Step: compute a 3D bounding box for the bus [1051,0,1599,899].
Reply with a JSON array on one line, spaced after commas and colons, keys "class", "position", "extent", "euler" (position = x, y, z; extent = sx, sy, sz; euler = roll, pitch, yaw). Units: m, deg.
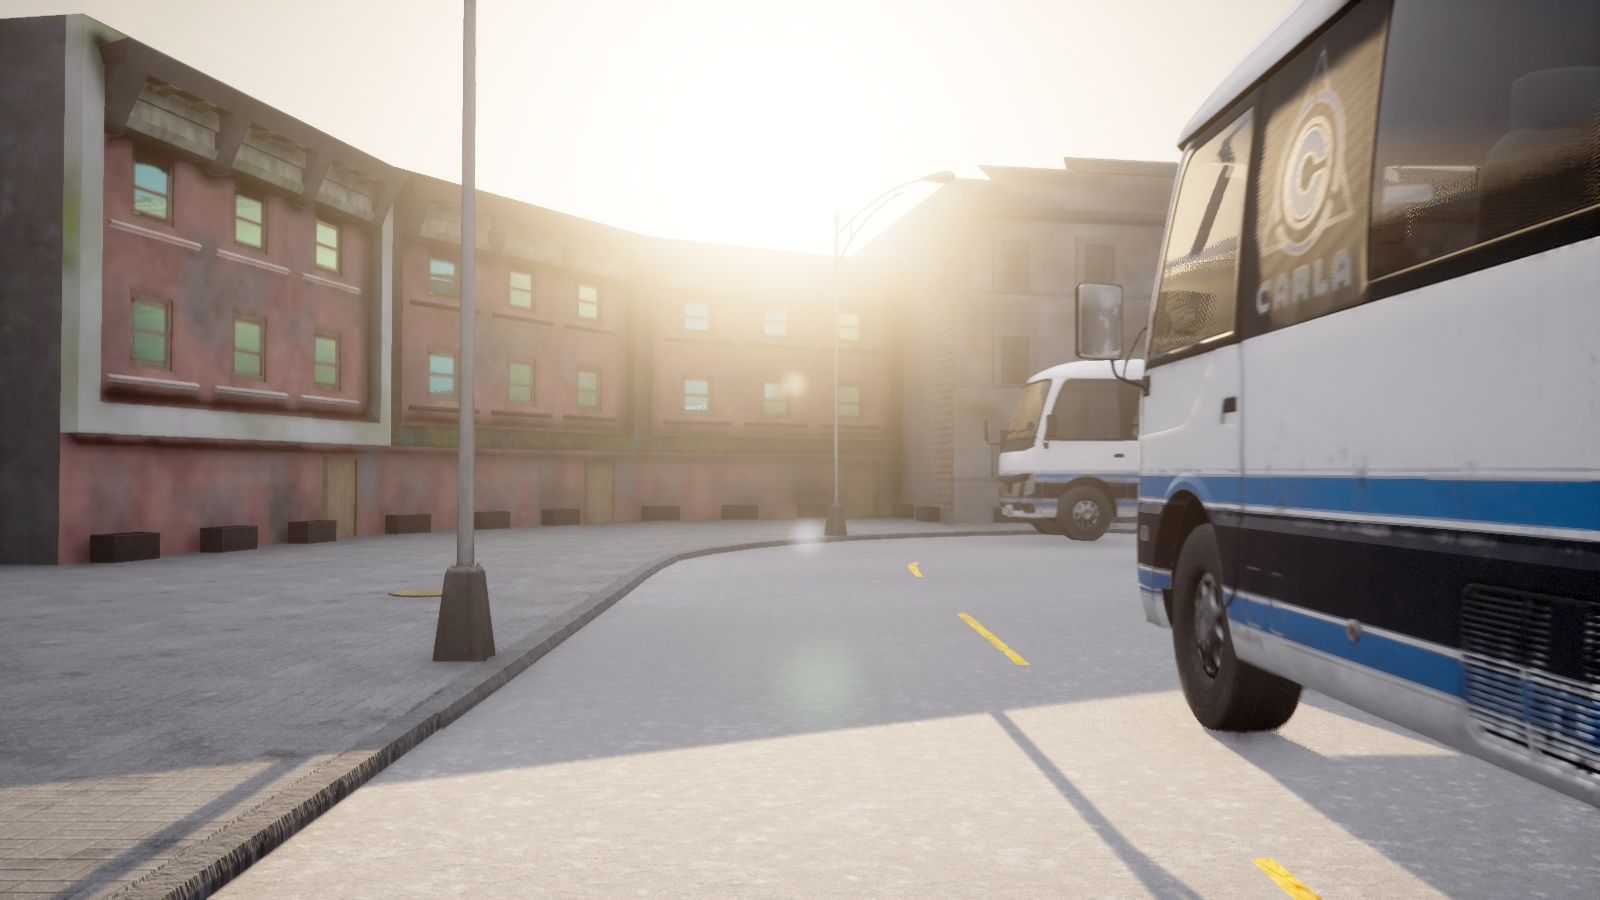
[{"class": "bus", "position": [3.961, -0.498, 4.661], "extent": [3.944, 4.253, 10.273], "euler": [0, -1, 0]}]

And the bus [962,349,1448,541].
[{"class": "bus", "position": [9.346, -0.087, 30.022], "extent": [10.273, 4.253, 3.944], "euler": [0, -1, -3]}]
